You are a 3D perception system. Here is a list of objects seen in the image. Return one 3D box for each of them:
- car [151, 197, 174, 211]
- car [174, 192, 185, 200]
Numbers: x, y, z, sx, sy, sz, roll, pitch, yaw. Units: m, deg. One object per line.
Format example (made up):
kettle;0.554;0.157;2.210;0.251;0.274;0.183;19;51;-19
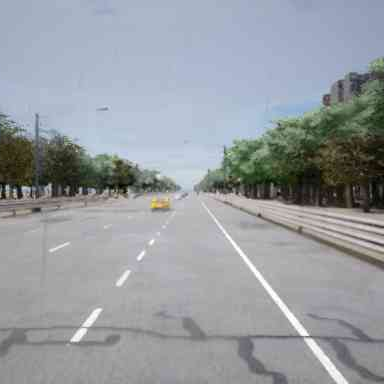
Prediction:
car;-3.442;1.297;37.737;1.882;1.535;5.008;0;0;0
car;-3.265;1.164;76.974;1.812;1.442;4.674;0;0;0
